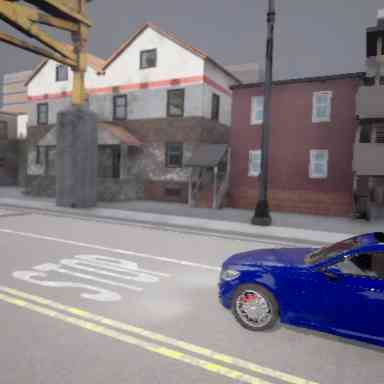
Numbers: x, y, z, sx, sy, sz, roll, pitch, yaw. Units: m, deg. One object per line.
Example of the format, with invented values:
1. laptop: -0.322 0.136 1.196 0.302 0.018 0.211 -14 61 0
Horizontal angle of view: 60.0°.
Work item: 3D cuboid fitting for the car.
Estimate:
1. car: 2.673 1.328 4.723 4.674 1.442 1.812 4 4 28
